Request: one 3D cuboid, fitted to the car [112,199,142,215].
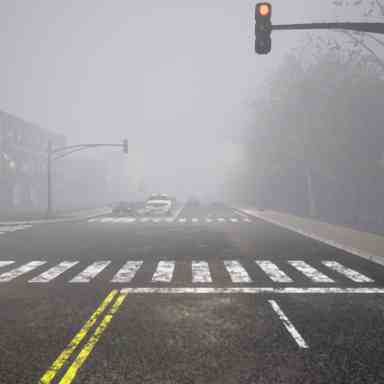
[{"bbox_3d":[-6.560,1.591,33.155,1.895,1.301,4.718,0,0,0],"label":"car"}]

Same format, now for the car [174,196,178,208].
[{"bbox_3d":[-3.294,1.586,43.804,1.895,1.301,4.718,0,0,1],"label":"car"}]

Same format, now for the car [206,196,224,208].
[{"bbox_3d":[3.400,1.584,47.647,1.895,1.301,4.718,0,0,0],"label":"car"}]

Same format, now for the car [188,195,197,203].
[{"bbox_3d":[0.107,1.451,68.020,1.882,1.535,5.008,0,0,1],"label":"car"}]

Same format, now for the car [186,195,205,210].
[{"bbox_3d":[0.146,1.477,42.488,2.128,1.511,4.902,0,0,0],"label":"car"}]

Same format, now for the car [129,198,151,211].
[{"bbox_3d":[-6.541,1.550,42.261,1.994,1.385,4.181,0,0,1],"label":"car"}]

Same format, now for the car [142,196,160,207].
[{"bbox_3d":[-6.526,1.473,53.489,2.128,1.511,4.902,0,0,0],"label":"car"}]

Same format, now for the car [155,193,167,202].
[{"bbox_3d":[-6.426,1.046,68.800,2.097,1.767,4.553,0,0,0],"label":"car"}]

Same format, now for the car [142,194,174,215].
[{"bbox_3d":[-3.306,1.211,33.747,2.150,2.045,5.566,0,0,0],"label":"car"}]
